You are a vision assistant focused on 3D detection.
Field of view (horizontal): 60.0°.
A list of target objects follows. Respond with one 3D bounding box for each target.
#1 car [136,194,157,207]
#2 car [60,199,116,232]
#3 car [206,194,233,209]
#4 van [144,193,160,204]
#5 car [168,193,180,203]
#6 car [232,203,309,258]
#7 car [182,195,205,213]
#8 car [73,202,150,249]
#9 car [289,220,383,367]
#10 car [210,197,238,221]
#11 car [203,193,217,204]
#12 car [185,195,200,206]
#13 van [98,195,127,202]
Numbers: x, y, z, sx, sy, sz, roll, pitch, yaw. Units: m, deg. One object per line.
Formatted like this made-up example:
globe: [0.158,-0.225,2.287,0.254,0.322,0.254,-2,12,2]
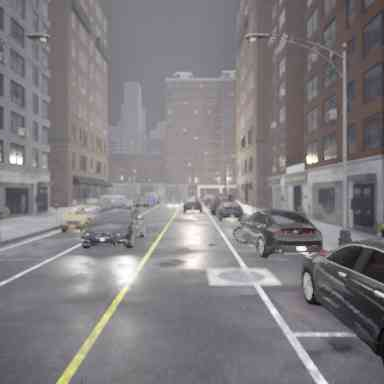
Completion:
car: [-5.839,1.231,40.736,1.947,1.339,4.313,1,0,0]
car: [-5.843,1.355,18.637,1.752,1.417,4.829,1,1,0]
car: [2.686,1.058,29.764,2.192,1.841,5.009,1,0,0]
van: [-5.835,0.969,46.217,1.690,1.788,3.998,1,0,0]
car: [-2.983,1.001,56.068,2.128,1.511,4.902,0,0,0]
car: [3.013,1.390,12.284,1.837,1.490,4.892,0,1,-5]
car: [0.096,1.244,33.187,1.812,1.442,4.674,0,1,0]
car: [-3.095,1.375,13.906,1.837,1.490,4.892,0,1,0]
car: [3.147,1.455,5.002,1.837,1.490,4.892,0,1,0]
car: [2.682,1.335,24.285,2.008,1.369,4.403,1,0,0]
car: [2.691,1.031,51.696,1.967,1.590,4.097,1,0,0]
car: [0.070,1.167,47.552,2.033,1.411,5.357,0,0,0]
van: [-5.840,1.126,24.288,1.690,1.788,3.998,1,0,0]
